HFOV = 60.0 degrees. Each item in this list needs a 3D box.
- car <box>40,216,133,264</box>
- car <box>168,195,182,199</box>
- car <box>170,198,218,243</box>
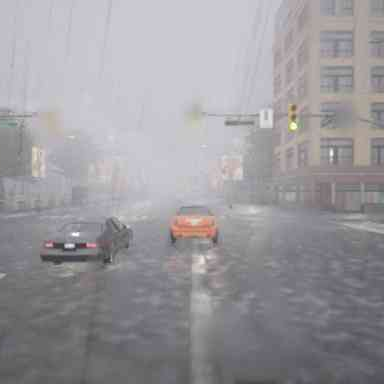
[{"bbox_3d":[-3.397,1.547,11.749,2.033,1.411,5.357,0,0,0],"label":"car"},{"bbox_3d":[-3.480,1.590,70.625,1.895,1.301,4.718,0,0,0],"label":"car"},{"bbox_3d":[0.105,1.351,16.264,2.097,1.767,4.553,0,0,0],"label":"car"}]
